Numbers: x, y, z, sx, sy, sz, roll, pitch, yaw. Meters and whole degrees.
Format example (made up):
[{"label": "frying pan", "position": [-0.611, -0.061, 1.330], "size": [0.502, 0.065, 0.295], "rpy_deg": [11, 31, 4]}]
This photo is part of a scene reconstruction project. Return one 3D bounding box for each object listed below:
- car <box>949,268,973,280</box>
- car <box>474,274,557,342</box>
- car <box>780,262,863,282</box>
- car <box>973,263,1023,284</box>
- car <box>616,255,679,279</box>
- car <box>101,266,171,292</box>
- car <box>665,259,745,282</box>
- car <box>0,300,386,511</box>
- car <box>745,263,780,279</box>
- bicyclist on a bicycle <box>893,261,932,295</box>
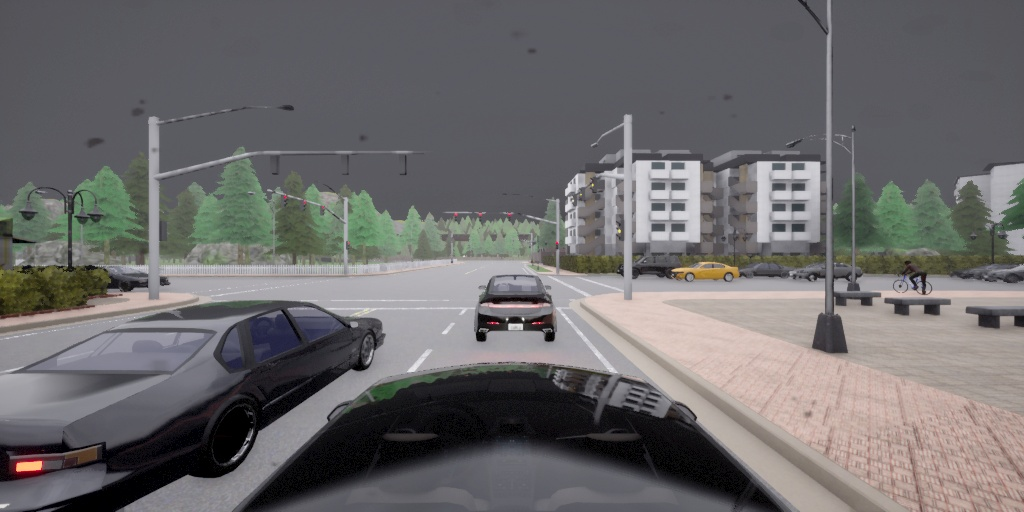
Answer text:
[{"label": "car", "position": [39.483, 1.298, 28.915], "size": [5.357, 1.411, 2.033], "rpy_deg": [0, 0, 21]}, {"label": "car", "position": [0.084, 1.242, 9.771], "size": [2.128, 1.511, 4.902], "rpy_deg": [0, 0, 0]}, {"label": "car", "position": [24.790, 1.242, 28.491], "size": [4.902, 1.511, 2.128], "rpy_deg": [0, 0, 4]}, {"label": "car", "position": [37.468, 1.276, 25.876], "size": [4.674, 1.442, 1.812], "rpy_deg": [0, 0, 20]}, {"label": "car", "position": [12.213, 0.971, 31.977], "size": [5.566, 2.045, 2.150], "rpy_deg": [0, 0, -2]}, {"label": "car", "position": [-22.975, 1.297, 20.530], "size": [5.357, 1.411, 2.033], "rpy_deg": [0, 0, -1]}, {"label": "car", "position": [15.296, 1.228, 28.569], "size": [5.008, 1.535, 1.882], "rpy_deg": [0, 0, -2]}, {"label": "car", "position": [-3.444, 1.297, 4.672], "size": [2.033, 1.411, 5.357], "rpy_deg": [0, 0, 1]}, {"label": "car", "position": [22.458, 1.297, 32.186], "size": [5.357, 1.411, 2.033], "rpy_deg": [0, 0, 1]}, {"label": "bicyclist on a bicycle", "position": [19.391, 1.051, 17.395], "size": [0.582, 1.620, 1.656], "rpy_deg": [0, 0, -3]}]
